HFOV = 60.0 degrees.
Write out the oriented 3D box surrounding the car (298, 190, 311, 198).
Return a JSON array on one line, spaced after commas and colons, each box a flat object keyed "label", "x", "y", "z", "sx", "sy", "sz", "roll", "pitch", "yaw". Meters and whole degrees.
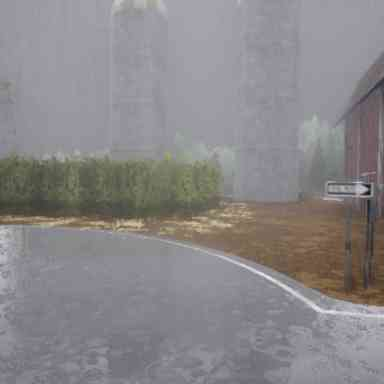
[{"label": "car", "x": 18.587, "y": 0.279, "z": 54.693, "sx": 1.994, "sy": 1.381, "sz": 4.181, "roll": 1, "pitch": 2, "yaw": 14}]
